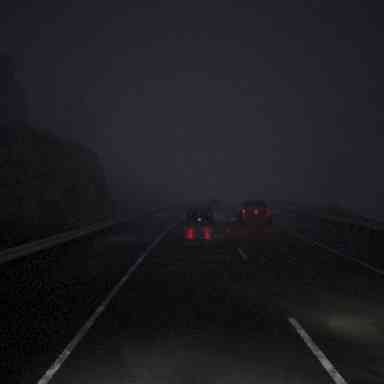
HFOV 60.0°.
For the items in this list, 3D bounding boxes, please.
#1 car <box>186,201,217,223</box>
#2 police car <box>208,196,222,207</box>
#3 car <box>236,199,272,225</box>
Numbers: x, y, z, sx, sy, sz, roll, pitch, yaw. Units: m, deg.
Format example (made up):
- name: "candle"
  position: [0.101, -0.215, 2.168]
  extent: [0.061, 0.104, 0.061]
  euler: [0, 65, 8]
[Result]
- name: "car"
  position: [0.683, 1.576, 24.819]
  extent: [1.895, 1.301, 4.718]
  euler: [0, 0, 4]
- name: "police car"
  position: [3.475, 1.340, 49.610]
  extent: [1.930, 1.638, 5.238]
  euler: [0, 0, 9]
- name: "car"
  position: [4.246, 1.302, 23.439]
  extent: [2.097, 1.767, 4.553]
  euler: [0, 0, 4]
